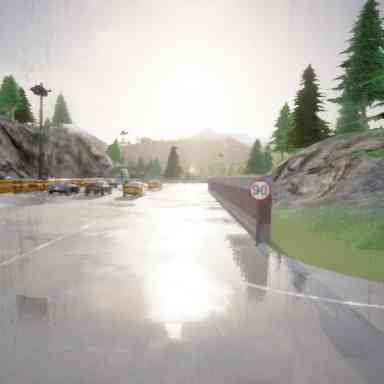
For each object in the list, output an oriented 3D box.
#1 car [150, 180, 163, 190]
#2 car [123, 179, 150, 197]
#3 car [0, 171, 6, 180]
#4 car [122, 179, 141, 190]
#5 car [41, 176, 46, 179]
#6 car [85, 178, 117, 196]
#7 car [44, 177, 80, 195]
[{"bbox_3d":[-5.753,-1.156,52.967,1.882,1.535,5.008,2,3,2],"label":"car"},{"bbox_3d":[-5.907,-0.340,34.756,1.882,1.535,5.008,2,3,0],"label":"car"},{"bbox_3d":[-27.043,-1.831,44.295,2.150,2.045,5.566,2,2,0],"label":"car"},{"bbox_3d":[-9.307,-1.196,51.451,1.837,1.490,4.892,2,3,1],"label":"car"},{"bbox_3d":[-23.412,-1.787,53.551,2.033,1.411,5.357,2,3,2],"label":"car"},{"bbox_3d":[-9.405,-0.402,33.792,1.837,1.490,4.892,2,3,0],"label":"car"},{"bbox_3d":[-12.905,-0.474,33.738,1.994,1.385,4.181,2,3,0],"label":"car"}]
